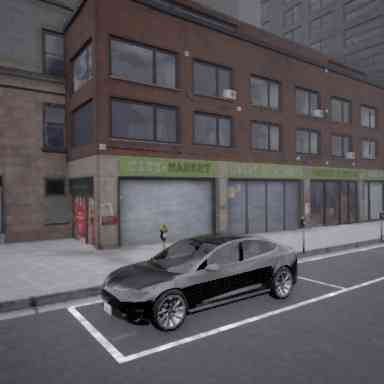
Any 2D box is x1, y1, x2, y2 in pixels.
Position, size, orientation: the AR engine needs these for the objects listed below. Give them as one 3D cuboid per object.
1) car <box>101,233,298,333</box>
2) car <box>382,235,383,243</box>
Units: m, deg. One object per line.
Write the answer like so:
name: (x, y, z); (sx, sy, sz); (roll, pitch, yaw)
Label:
car: (0.365, 1.564, 6.803); (4.313, 1.339, 1.947); (0, -1, -35)
car: (9.321, 1.519, 13.192); (4.829, 1.417, 1.752); (0, -1, -35)
